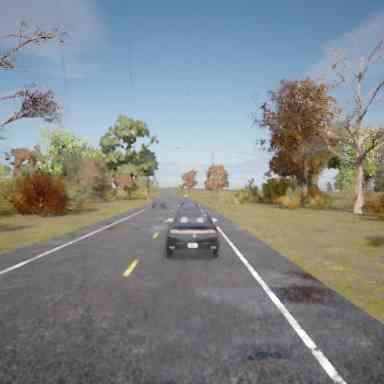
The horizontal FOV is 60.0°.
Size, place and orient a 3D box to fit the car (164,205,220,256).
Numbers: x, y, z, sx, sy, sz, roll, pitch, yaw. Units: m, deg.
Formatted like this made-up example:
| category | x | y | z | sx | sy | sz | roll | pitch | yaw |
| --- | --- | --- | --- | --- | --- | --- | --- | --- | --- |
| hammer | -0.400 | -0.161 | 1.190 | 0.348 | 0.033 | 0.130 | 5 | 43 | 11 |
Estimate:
| category | x | y | z | sx | sy | sz | roll | pitch | yaw |
| --- | --- | --- | --- | --- | --- | --- | --- | --- | --- |
| car | 0.010 | 1.476 | 12.957 | 2.128 | 1.511 | 4.902 | 0 | 0 | 0 |

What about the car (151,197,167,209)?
| category | x | y | z | sx | sy | sz | roll | pitch | yaw |
| --- | --- | --- | --- | --- | --- | --- | --- | --- | --- |
| car | -4.309 | 1.453 | 43.618 | 1.837 | 1.490 | 4.892 | 0 | 0 | -2 |

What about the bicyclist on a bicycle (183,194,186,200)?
| category | x | y | z | sx | sy | sz | roll | pitch | yaw |
| --- | --- | --- | --- | --- | --- | --- | --- | --- | --- |
| bicyclist on a bicycle | -2.046 | 1.323 | 90.495 | 0.866 | 1.612 | 1.509 | 0 | 0 | -4 |

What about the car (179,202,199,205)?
| category | x | y | z | sx | sy | sz | roll | pitch | yaw |
| --- | --- | --- | --- | --- | --- | --- | --- | --- | --- |
| car | -0.236 | 1.529 | 28.808 | 1.994 | 1.385 | 4.181 | 0 | 0 | -1 |

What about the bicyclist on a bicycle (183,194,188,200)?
| category | x | y | z | sx | sy | sz | roll | pitch | yaw |
| --- | --- | --- | --- | --- | --- | --- | --- | --- | --- |
| bicyclist on a bicycle | -1.481 | 1.337 | 81.495 | 0.866 | 1.612 | 1.509 | 0 | 0 | -3 |
